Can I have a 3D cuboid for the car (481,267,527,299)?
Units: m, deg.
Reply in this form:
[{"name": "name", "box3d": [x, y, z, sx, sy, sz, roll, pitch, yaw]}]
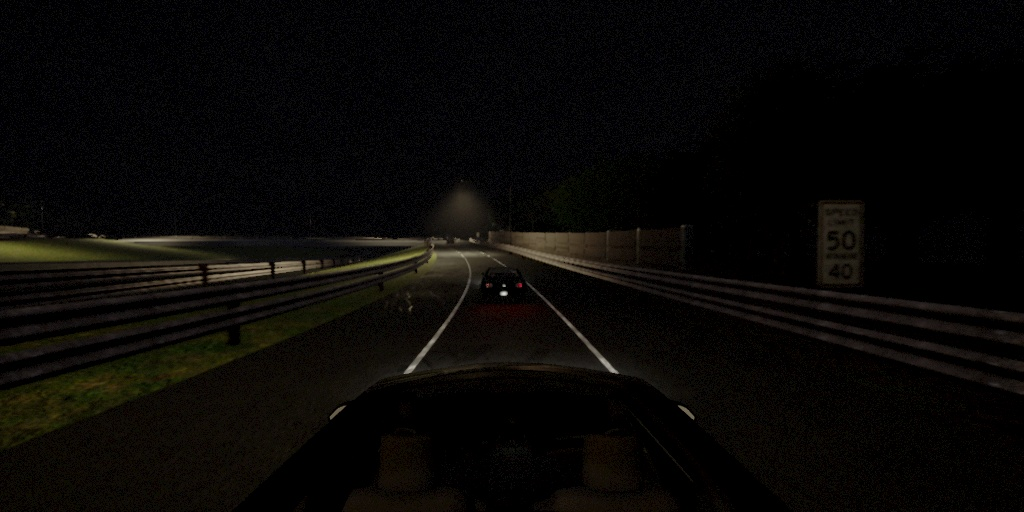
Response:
[{"name": "car", "box3d": [-0.477, 1.158, 16.644, 1.895, 1.301, 4.718, 0, 2, -4]}]
